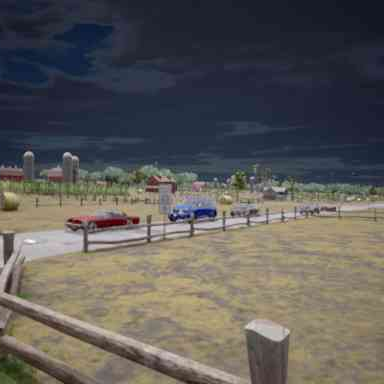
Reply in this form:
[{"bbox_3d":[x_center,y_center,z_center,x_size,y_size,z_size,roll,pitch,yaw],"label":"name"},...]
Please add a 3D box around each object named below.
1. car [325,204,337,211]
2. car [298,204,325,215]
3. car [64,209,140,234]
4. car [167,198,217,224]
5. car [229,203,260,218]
[{"bbox_3d":[22.918,2.669,55.957,1.895,1.301,4.718,2,0,36],"label":"car"},{"bbox_3d":[16.793,2.422,47.388,2.033,1.411,5.357,2,0,36],"label":"car"},{"bbox_3d":[-5.576,1.794,21.082,1.895,1.301,4.718,2,0,35],"label":"car"},{"bbox_3d":[0.182,1.578,29.110,2.150,2.045,5.566,2,0,34],"label":"car"},{"bbox_3d":[5.974,2.033,37.248,1.837,1.490,4.892,2,0,36],"label":"car"}]
